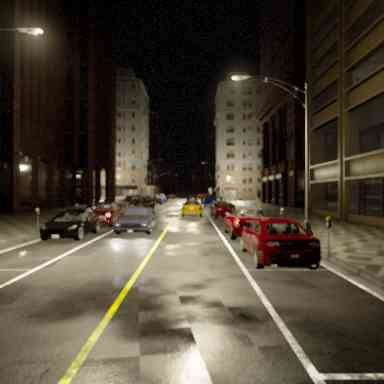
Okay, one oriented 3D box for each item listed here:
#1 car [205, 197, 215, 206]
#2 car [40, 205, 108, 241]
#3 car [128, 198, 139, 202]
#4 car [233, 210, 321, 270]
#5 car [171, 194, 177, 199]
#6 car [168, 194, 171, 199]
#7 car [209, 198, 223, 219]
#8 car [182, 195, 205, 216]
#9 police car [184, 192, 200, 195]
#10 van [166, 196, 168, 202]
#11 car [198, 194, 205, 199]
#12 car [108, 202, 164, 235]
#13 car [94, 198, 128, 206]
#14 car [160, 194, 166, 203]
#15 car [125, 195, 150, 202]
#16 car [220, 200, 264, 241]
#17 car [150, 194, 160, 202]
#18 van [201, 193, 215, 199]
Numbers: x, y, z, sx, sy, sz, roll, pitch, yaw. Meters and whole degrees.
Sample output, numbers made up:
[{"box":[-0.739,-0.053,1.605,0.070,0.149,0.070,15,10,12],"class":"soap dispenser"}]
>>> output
[{"box":[2.671,1.481,33.344,2.008,1.369,4.403,1,0,0],"class":"car"},{"box":[-5.852,1.532,16.462,1.947,1.339,4.313,1,0,0],"class":"car"},{"box":[-5.853,1.468,27.540,1.752,1.417,4.829,1,0,0],"class":"car"},{"box":[2.675,1.523,10.846,1.887,1.381,4.507,1,0,0],"class":"car"},{"box":[-5.867,1.375,94.064,1.802,1.307,4.206,1,0,0],"class":"car"},{"box":[-5.861,1.397,67.081,1.887,1.381,4.507,1,0,0],"class":"car"},{"box":[2.672,1.487,27.720,1.887,1.381,4.507,1,0,0],"class":"car"},{"box":[0.032,1.393,31.122,1.801,1.575,5.366,0,0,1],"class":"car"},{"box":[-0.007,1.302,58.520,1.930,1.638,5.238,0,0,0],"class":"police car"},{"box":[-5.858,1.206,61.456,1.690,1.788,3.998,1,0,0],"class":"van"},{"box":[2.659,1.375,94.074,1.802,1.307,4.206,1,0,0],"class":"car"},{"box":[-3.003,1.512,18.848,2.033,1.411,5.357,0,0,0],"class":"car"},{"box":[-5.851,1.394,22.086,1.967,1.590,4.097,1,0,0],"class":"car"},{"box":[-5.860,1.460,55.832,1.802,1.307,4.206,1,0,0],"class":"car"},{"box":[-5.852,1.245,33.334,2.192,1.841,5.009,1,0,0],"class":"car"},{"box":[2.675,1.407,16.471,1.967,1.590,4.097,1,0,0],"class":"car"},{"box":[-5.855,1.344,44.583,1.967,1.590,4.097,1,0,0],"class":"car"},{"box":[2.670,1.232,50.218,1.690,1.788,3.998,1,0,0],"class":"van"}]
